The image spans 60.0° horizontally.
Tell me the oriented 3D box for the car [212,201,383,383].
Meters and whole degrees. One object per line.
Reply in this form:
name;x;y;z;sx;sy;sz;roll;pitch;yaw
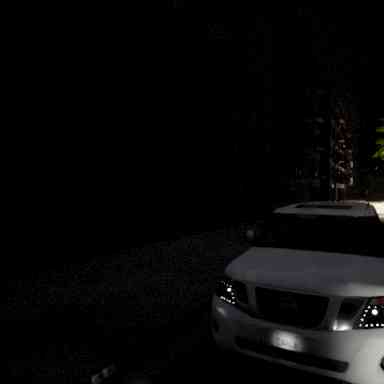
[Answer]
car;2.352;1.223;5.904;2.150;2.045;5.566;0;0;29
